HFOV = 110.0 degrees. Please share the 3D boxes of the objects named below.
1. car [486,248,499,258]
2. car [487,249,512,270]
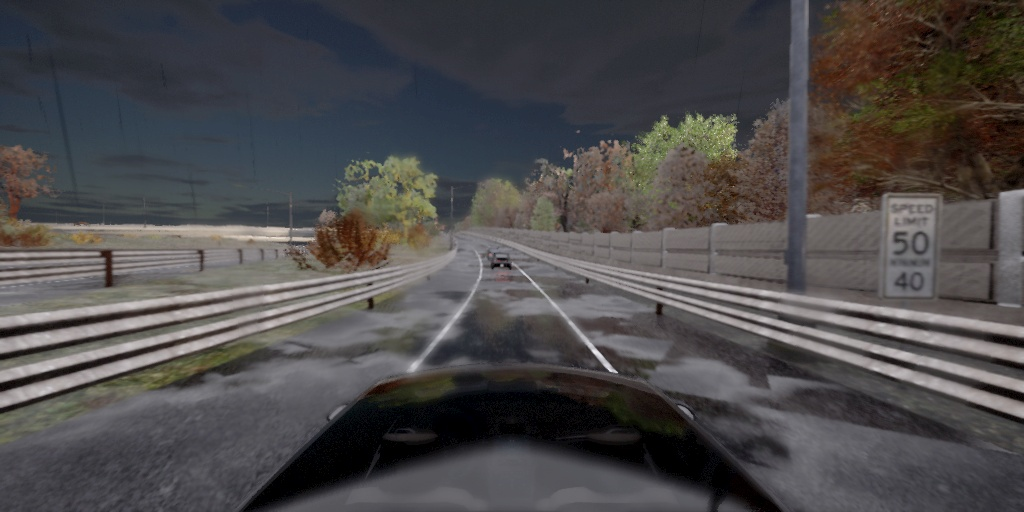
[{"bbox_3d":[-2.253,-0.304,45.099,2.033,1.411,5.357,0,4,-7],"label":"car"},{"bbox_3d":[-1.083,0.434,33.494,1.837,1.490,4.892,0,3,-5],"label":"car"}]
